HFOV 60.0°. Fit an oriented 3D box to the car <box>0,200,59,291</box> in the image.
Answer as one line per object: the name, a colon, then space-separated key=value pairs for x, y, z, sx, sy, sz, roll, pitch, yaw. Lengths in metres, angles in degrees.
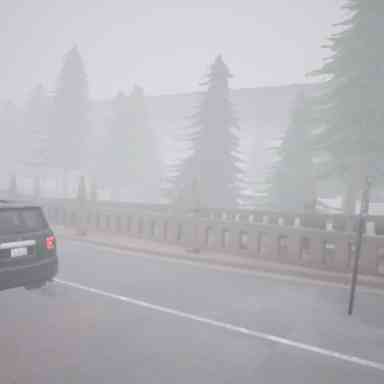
car: x=-5.482 y=1.201 z=7.906 sx=5.566 sy=2.045 sz=2.150 roll=1 pitch=1 yaw=36
